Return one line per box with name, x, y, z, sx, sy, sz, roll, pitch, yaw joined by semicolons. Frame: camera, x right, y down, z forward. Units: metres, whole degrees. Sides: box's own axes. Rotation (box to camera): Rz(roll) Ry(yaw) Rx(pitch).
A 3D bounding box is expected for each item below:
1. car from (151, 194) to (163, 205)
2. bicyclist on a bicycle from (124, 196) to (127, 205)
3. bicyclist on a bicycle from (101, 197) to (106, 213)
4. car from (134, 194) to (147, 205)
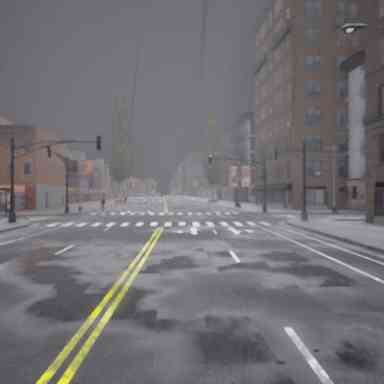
car;-6.978;1.410;66.437;2.150;2.045;5.566;0;0;-5
bicyclist on a bicycle;-12.232;1.625;61.193;0.582;1.620;1.656;0;0;-3
bicyclist on a bicycle;-10.112;1.463;37.716;0.659;1.776;1.843;0;0;-4
car;-10.207;1.410;66.080;2.150;2.045;5.566;0;0;-5
